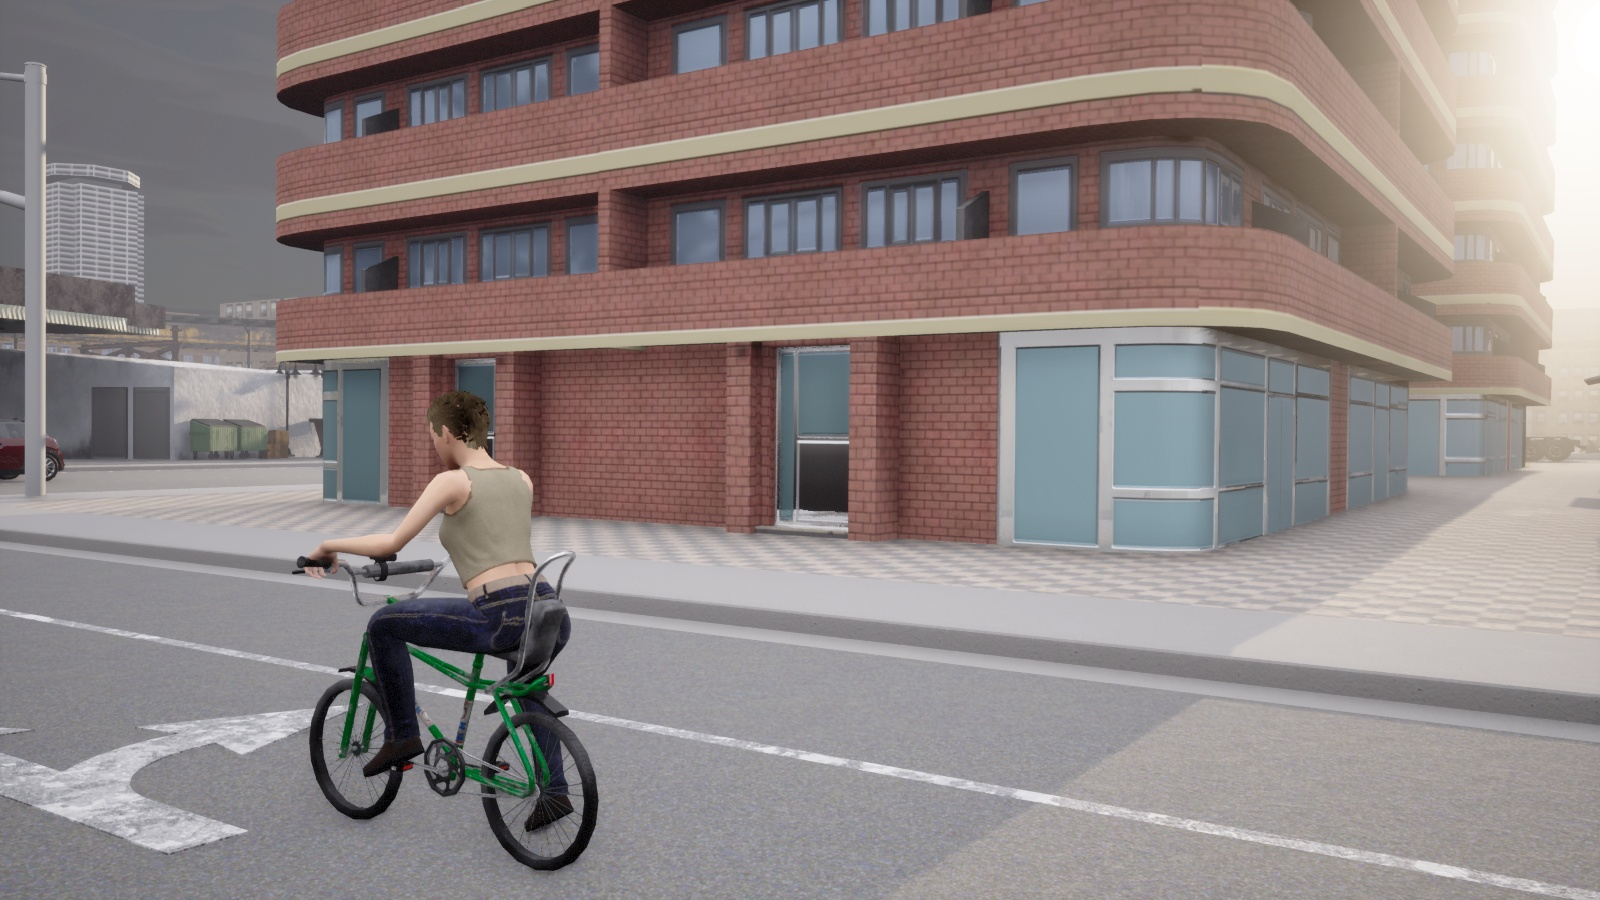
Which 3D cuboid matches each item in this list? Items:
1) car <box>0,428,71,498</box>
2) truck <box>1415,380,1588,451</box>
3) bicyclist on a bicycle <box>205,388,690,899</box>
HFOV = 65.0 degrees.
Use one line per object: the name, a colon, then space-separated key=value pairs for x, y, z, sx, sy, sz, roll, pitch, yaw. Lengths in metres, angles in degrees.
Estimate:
car: x=-21.615 y=0.346 z=32.207 sx=2.097 sy=1.767 sz=4.553 roll=0 pitch=1 yaw=32
truck: x=38.045 y=-1.806 z=68.234 sx=7.936 sy=3.462 sz=2.891 roll=-1 pitch=0 yaw=34
bicyclist on a bicycle: x=-1.262 y=0.618 z=4.465 sx=1.509 sy=1.612 sz=0.866 roll=0 pitch=1 yaw=33
